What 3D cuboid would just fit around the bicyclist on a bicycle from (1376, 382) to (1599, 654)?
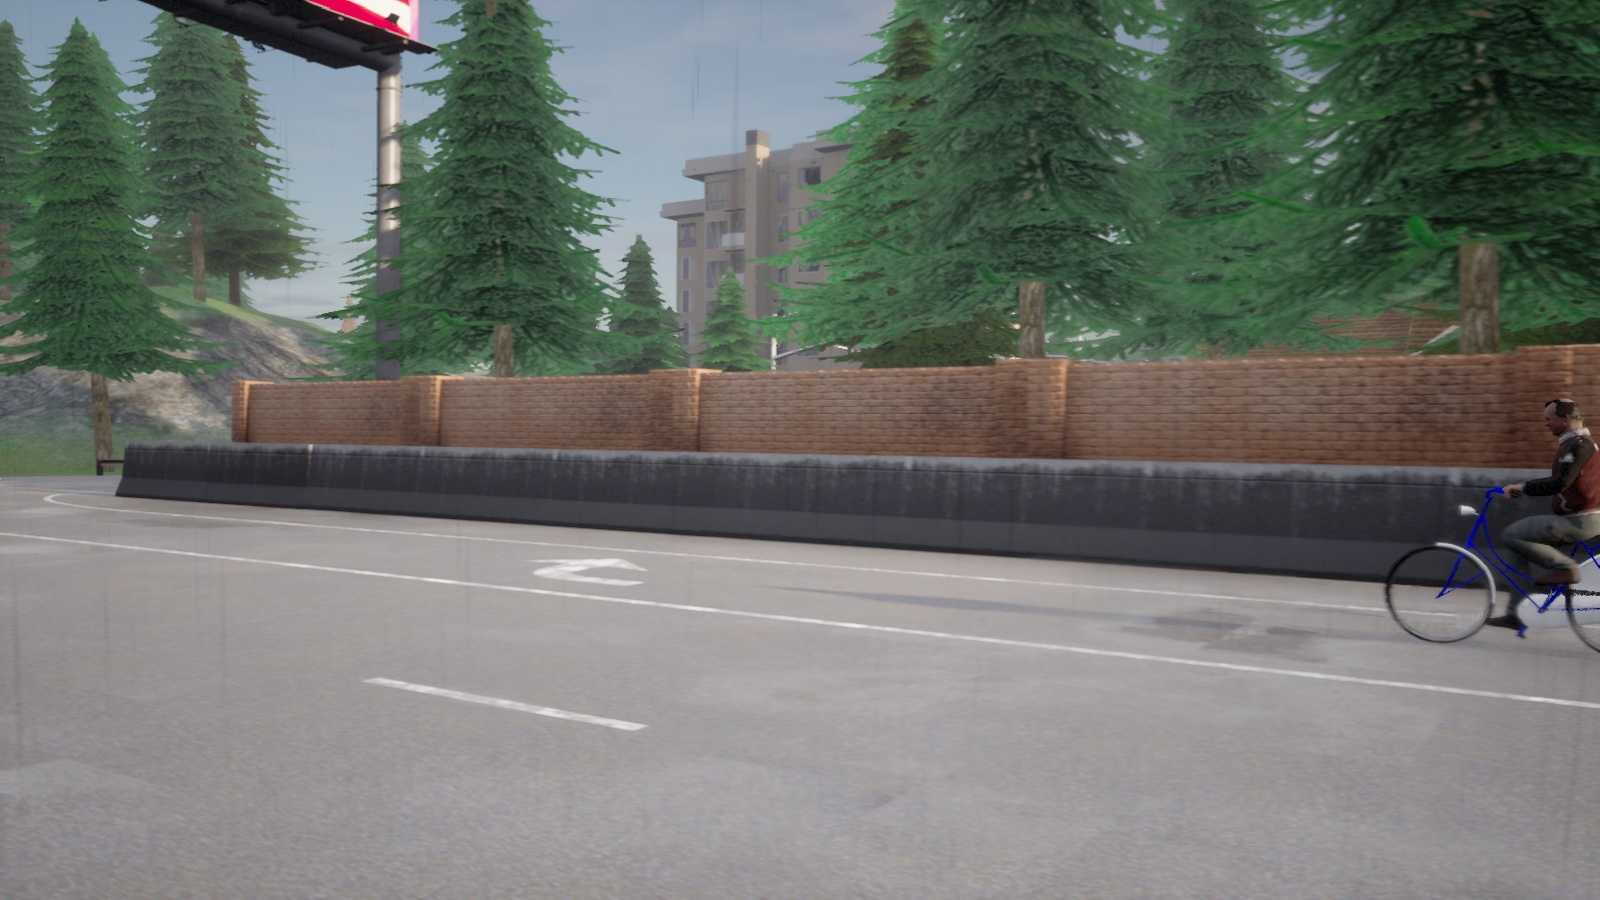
[{"bbox_3d":[5.041,0.438,8.675,1.843,1.776,0.659,0,1,34],"label":"bicyclist on a bicycle"}]
